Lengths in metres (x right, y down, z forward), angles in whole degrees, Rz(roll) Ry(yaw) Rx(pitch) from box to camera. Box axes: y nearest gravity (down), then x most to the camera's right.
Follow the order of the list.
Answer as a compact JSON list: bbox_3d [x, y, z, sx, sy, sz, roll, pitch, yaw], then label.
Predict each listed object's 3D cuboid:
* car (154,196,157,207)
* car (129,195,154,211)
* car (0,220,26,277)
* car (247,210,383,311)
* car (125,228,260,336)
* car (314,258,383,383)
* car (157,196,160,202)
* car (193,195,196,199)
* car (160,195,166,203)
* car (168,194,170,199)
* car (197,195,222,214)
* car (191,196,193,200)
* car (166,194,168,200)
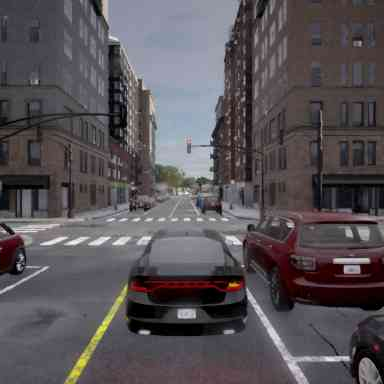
[{"bbox_3d":[-6.353,1.562,45.565,1.947,1.339,4.313,0,0,-1],"label":"car"},{"bbox_3d":[-6.240,1.312,40.063,2.192,1.841,5.009,0,0,-1],"label":"car"},{"bbox_3d":[-5.527,1.440,7.511,1.967,1.590,4.097,0,0,-1],"label":"car"},{"bbox_3d":[2.496,1.315,7.680,2.192,1.841,5.009,0,0,-1],"label":"car"},{"bbox_3d":[-0.104,1.477,6.928,1.882,1.535,5.008,0,0,-1],"label":"car"},{"bbox_3d":[2.615,1.551,1.999,2.008,1.369,4.403,0,0,-1],"label":"car"},{"bbox_3d":[-6.466,1.547,51.068,2.008,1.369,4.403,0,0,-1],"label":"car"},{"bbox_3d":[1.634,1.311,51.239,2.192,1.841,5.009,0,0,-1],"label":"car"},{"bbox_3d":[-6.805,1.538,67.576,1.887,1.381,4.507,0,0,-1],"label":"car"},{"bbox_3d":[-7.031,1.543,78.580,2.008,1.369,4.403,0,0,-1],"label":"car"},{"bbox_3d":[1.993,1.313,34.731,2.192,1.841,5.009,0,0,-1],"label":"car"},{"bbox_3d":[0.672,1.516,95.429,1.752,1.417,4.829,0,0,-1],"label":"car"},{"bbox_3d":[-6.918,1.538,73.078,1.887,1.381,4.507,0,0,-1],"label":"car"}]
